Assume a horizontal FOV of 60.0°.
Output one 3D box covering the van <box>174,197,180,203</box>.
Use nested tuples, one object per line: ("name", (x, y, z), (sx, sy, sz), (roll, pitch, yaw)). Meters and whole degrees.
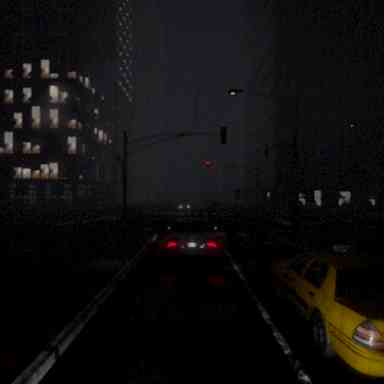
("van", (-4.262, 2.238, 95.458), (1.690, 1.788, 3.998), (0, 0, 0))

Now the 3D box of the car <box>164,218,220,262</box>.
("car", (0.011, 1.669, 12.537), (2.033, 1.411, 5.357), (0, -1, 0))

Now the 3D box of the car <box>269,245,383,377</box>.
("car", (2.565, 1.583, 5.878), (1.752, 1.417, 4.829), (0, -1, 0))

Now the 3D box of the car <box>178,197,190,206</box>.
("car", (-1.562, 2.163, 70.715), (1.882, 1.535, 5.008), (0, -1, 0))

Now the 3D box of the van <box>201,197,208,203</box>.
("van", (3.618, 2.238, 95.500), (1.690, 1.788, 3.998), (0, 0, 0))

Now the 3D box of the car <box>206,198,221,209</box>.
("car", (3.877, 2.125, 56.808), (1.947, 1.339, 4.313), (0, -1, 0))

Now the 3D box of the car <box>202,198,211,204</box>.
("car", (3.678, 2.243, 84.445), (1.967, 1.590, 4.097), (0, 0, 0))

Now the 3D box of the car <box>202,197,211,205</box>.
("car", (3.708, 2.071, 78.918), (2.192, 1.841, 5.009), (0, 0, 0))

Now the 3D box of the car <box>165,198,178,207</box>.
("car", (-4.082, 2.192, 62.291), (1.802, 1.307, 4.206), (0, -1, 0))

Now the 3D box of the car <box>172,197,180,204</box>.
("car", (-4.232, 2.290, 89.930), (1.967, 1.590, 4.097), (0, 0, 0))
